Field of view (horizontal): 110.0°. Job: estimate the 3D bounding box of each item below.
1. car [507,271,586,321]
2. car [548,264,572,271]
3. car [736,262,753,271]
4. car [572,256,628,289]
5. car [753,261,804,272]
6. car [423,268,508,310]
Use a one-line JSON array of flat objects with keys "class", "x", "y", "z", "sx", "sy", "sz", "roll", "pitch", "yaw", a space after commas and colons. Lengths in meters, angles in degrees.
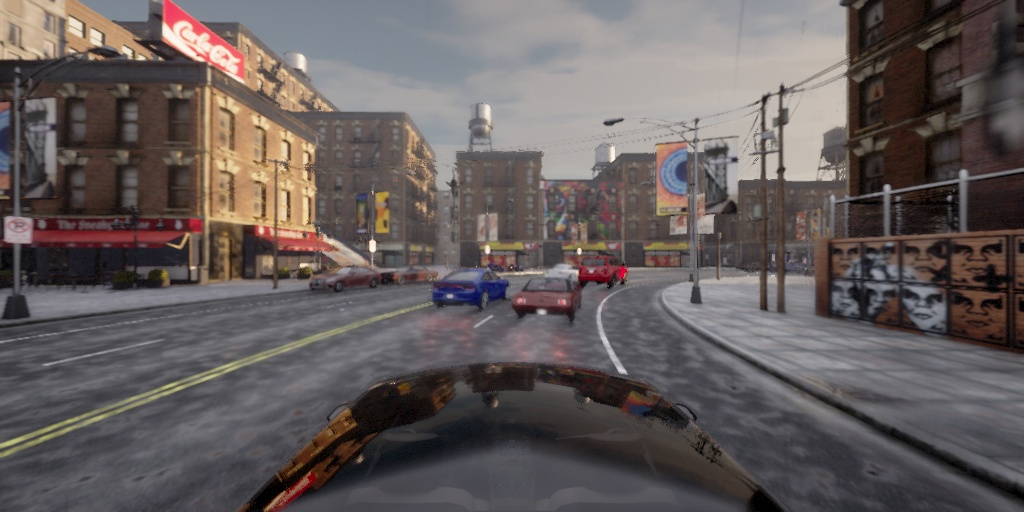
[{"class": "car", "x": 1.452, "y": 1.387, "z": 12.771, "sx": 1.895, "sy": 1.301, "sz": 4.718, "roll": 0, "pitch": 0, "yaw": 15}, {"class": "car", "x": 4.214, "y": 1.360, "z": 27.672, "sx": 1.812, "sy": 1.442, "sz": 4.674, "roll": 0, "pitch": 0, "yaw": 33}, {"class": "car", "x": 35.241, "y": 1.485, "z": 51.551, "sx": 5.357, "sy": 1.411, "sz": 2.033, "roll": 0, "pitch": 0, "yaw": -2}, {"class": "car", "x": 6.330, "y": 1.050, "z": 24.592, "sx": 2.150, "sy": 2.045, "sz": 5.566, "roll": 0, "pitch": 0, "yaw": 32}, {"class": "car", "x": 36.028, "y": 1.475, "z": 48.097, "sx": 5.357, "sy": 1.411, "sz": 2.033, "roll": 0, "pitch": 0, "yaw": -1}, {"class": "car", "x": -1.511, "y": 1.267, "z": 15.048, "sx": 1.882, "sy": 1.535, "sz": 5.008, "roll": 0, "pitch": 0, "yaw": 16}]
